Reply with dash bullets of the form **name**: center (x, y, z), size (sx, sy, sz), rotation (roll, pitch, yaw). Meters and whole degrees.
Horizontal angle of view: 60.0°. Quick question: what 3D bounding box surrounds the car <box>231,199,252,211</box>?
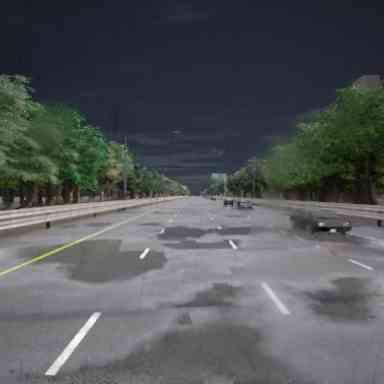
- **car**: center (7.114, 1.741, 45.909), size (2.128, 1.511, 4.902), rotation (0, -1, 0)

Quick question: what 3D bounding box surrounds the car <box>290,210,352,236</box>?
- **car**: center (7.019, 1.645, 18.740), size (1.895, 1.301, 4.718), rotation (0, 0, 0)

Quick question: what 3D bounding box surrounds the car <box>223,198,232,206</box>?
- **car**: center (7.237, 1.914, 66.245), size (1.882, 1.535, 5.008), rotation (0, -1, 0)
